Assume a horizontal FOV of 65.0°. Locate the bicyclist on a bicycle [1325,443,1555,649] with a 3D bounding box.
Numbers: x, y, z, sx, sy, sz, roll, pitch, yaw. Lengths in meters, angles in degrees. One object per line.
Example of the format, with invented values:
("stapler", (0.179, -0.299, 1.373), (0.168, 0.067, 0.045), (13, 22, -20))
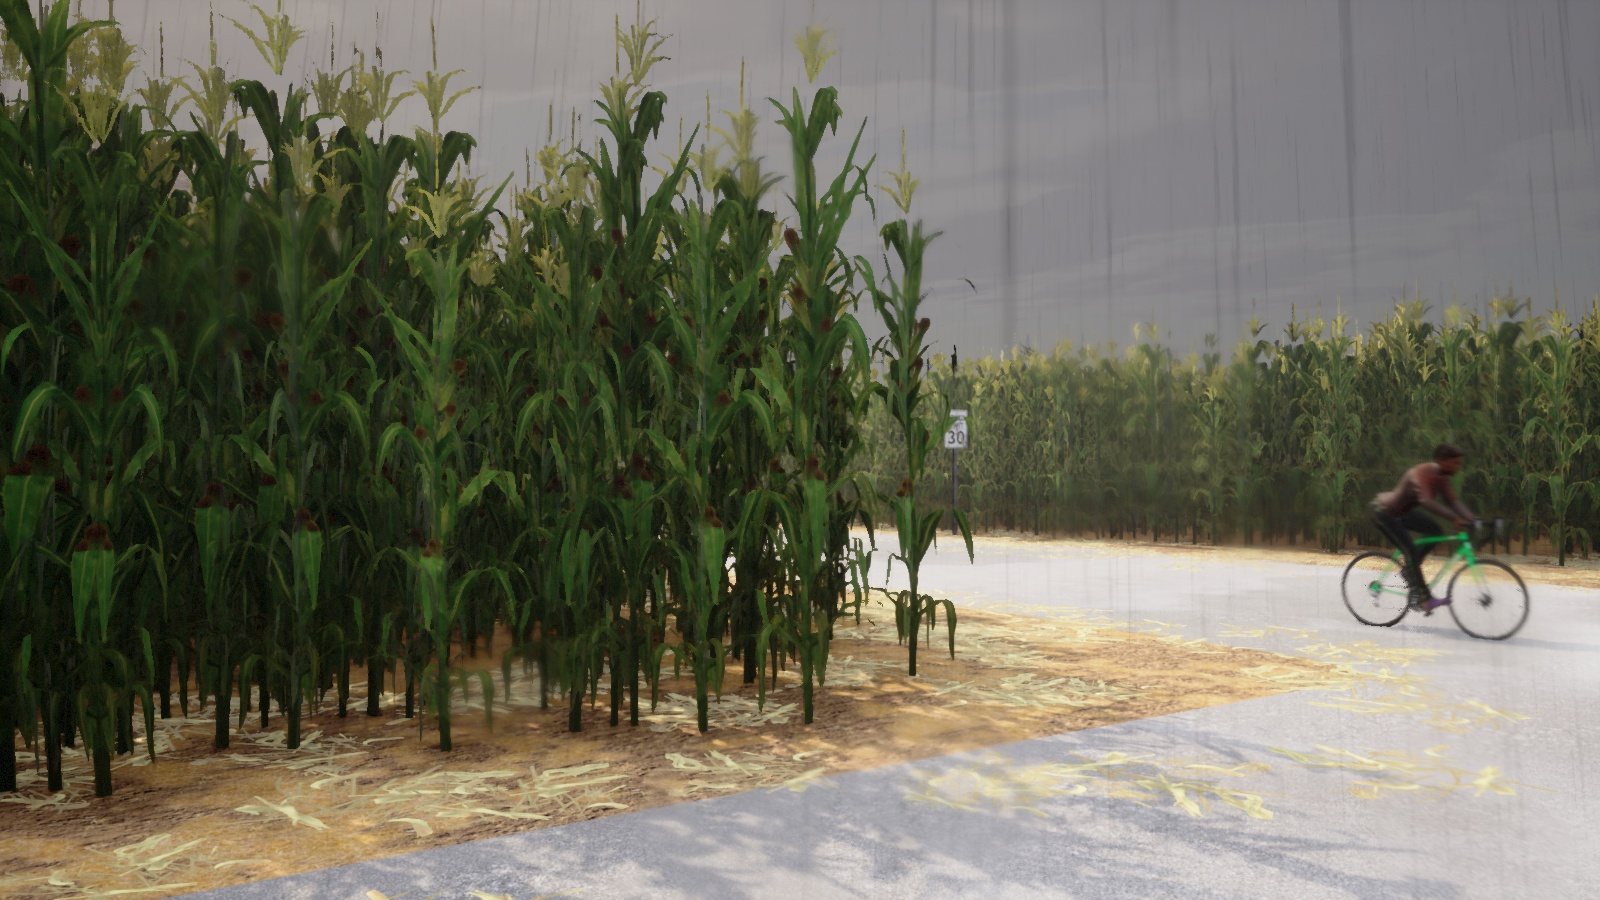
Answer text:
("bicyclist on a bicycle", (5.411, 0.752, 10.709), (0.582, 1.620, 1.656), (0, 0, -35))
